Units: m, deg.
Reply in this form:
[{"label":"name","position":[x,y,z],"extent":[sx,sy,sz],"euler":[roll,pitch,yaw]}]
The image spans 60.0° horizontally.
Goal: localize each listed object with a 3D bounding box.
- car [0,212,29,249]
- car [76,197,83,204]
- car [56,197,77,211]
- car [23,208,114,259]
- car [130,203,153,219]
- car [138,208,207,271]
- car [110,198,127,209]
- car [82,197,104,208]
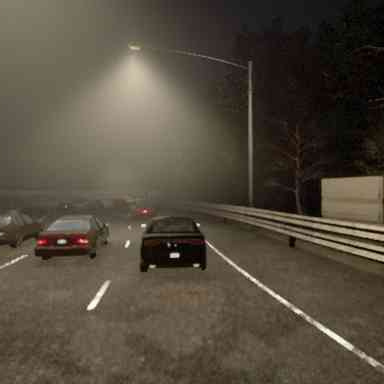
[{"label":"car","position":[-8.145,1.611,14.699],"extent":[2.033,1.411,5.357],"euler":[0,0,-9]},{"label":"car","position":[-23.019,1.710,67.685],"extent":[1.882,1.535,5.008],"euler":[0,0,-37]},{"label":"car","position":[-15.787,1.713,41.391],"extent":[1.994,1.385,4.181],"euler":[0,0,-23]},{"label":"car","position":[-4.350,1.591,12.782],"extent":[2.033,1.411,5.357],"euler":[0,0,-7]},{"label":"car","position":[-4.516,1.643,30.192],"extent":[1.994,1.385,4.181],"euler":[0,0,-16]},{"label":"car","position":[-0.689,1.503,11.101],"extent":[1.882,1.535,5.008],"euler":[0,0,-6]},{"label":"car","position":[-10.564,1.617,47.499],"extent":[1.882,1.535,5.008],"euler":[0,0,-22]},{"label":"car","position":[-12.599,1.616,42.846],"extent":[1.882,1.535,5.008],"euler":[0,0,-23]}]
